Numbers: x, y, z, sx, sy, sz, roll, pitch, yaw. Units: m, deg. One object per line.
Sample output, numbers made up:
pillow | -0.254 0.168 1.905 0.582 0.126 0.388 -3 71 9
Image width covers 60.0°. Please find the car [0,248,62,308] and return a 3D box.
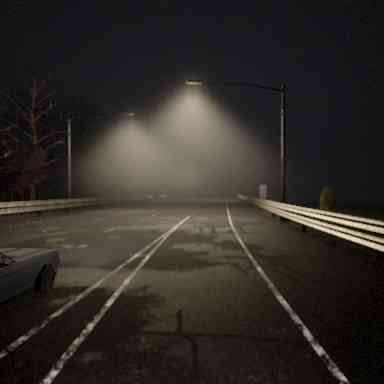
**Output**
car | -4.239 1.580 5.928 1.895 1.301 4.718 0 0 5
